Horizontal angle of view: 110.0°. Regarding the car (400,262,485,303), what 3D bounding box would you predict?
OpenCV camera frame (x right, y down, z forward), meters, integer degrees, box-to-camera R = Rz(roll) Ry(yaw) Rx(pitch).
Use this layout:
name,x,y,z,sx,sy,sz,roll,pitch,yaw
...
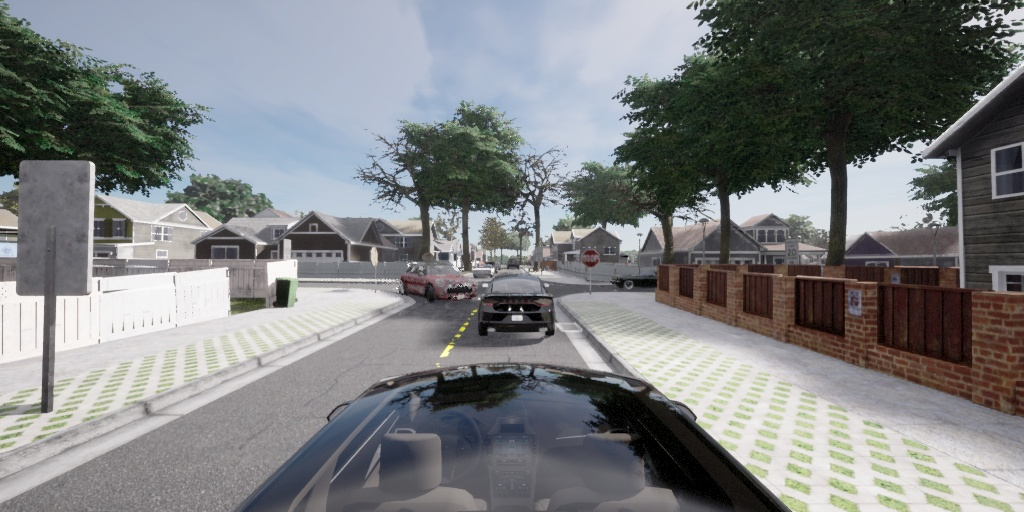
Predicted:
name,x,y,z,sx,sy,sz,roll,pitch,yaw
car,-3.547,1.124,16.891,2.097,1.767,4.553,0,0,-39

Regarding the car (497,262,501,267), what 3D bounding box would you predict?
name,x,y,z,sx,sy,sz,roll,pitch,yaw
car,-2.756,1.463,46.130,1.837,1.490,4.892,0,-1,0

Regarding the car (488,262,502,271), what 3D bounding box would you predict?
name,x,y,z,sx,sy,sz,roll,pitch,yaw
car,-2.729,1.638,58.061,2.033,1.411,5.357,0,-1,0

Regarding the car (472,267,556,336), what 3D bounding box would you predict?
name,x,y,z,sx,sy,sz,roll,pitch,yaw
car,0.118,1.239,10.488,1.882,1.535,5.008,0,0,0

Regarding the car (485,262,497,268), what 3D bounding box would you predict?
name,x,y,z,sx,sy,sz,roll,pitch,yaw
car,-2.782,1.472,35.759,1.895,1.301,4.718,0,0,0

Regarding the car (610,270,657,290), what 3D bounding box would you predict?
name,x,y,z,sx,sy,sz,roll,pitch,yaw
car,9.061,1.596,23.965,4.718,1.301,1.895,1,-1,-1
